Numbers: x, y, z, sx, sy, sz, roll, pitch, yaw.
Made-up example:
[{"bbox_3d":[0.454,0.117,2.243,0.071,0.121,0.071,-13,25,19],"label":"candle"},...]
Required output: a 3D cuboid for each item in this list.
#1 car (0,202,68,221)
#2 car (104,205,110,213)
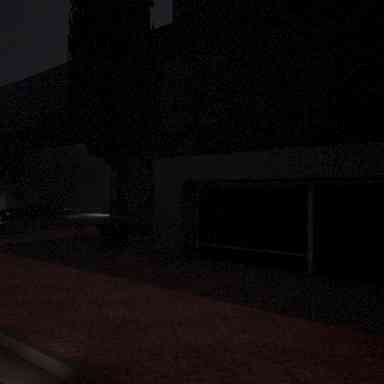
[{"bbox_3d":[-13.096,1.547,27.632,2.033,1.411,5.357,0,0,36],"label":"car"},{"bbox_3d":[-7.230,1.526,35.772,1.812,1.442,4.674,0,0,35],"label":"car"}]
